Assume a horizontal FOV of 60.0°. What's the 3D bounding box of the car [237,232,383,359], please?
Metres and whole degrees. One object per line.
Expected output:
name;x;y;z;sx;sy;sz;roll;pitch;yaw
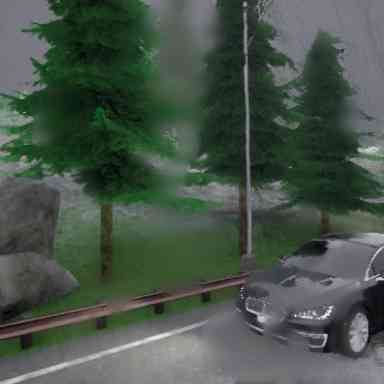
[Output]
car;2.964;1.574;6.204;4.892;1.490;1.837;0;-1;-36
